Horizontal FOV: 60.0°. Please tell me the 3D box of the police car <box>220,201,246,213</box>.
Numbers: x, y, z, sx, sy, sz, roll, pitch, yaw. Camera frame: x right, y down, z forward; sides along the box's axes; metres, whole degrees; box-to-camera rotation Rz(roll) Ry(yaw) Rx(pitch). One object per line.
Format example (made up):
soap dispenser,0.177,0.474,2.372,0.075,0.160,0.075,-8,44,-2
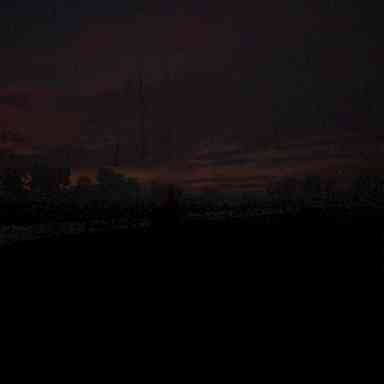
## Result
police car,5.758,2.040,47.079,1.930,1.638,5.238,-1,-2,36
